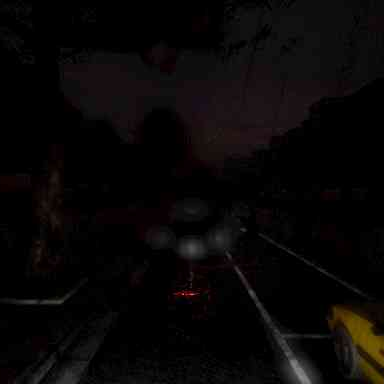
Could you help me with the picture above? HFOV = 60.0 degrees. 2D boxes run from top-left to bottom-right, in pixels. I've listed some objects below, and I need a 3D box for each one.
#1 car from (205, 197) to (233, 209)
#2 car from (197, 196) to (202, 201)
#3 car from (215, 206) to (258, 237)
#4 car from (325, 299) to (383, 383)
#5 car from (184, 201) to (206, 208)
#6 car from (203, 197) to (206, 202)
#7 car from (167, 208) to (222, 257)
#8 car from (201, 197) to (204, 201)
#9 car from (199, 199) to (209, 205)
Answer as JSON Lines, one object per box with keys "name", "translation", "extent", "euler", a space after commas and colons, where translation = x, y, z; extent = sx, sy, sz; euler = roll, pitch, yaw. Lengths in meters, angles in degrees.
{"name": "car", "translation": [2.661, 1.607, 30.224], "extent": [2.192, 1.841, 5.009], "euler": [1, -1, 0]}
{"name": "car", "translation": [2.671, 1.903, 63.469], "extent": [2.192, 1.841, 5.009], "euler": [1, -1, 0]}
{"name": "car", "translation": [2.654, 1.742, 19.141], "extent": [2.008, 1.369, 4.403], "euler": [1, -1, 0]}
{"name": "car", "translation": [2.649, 1.555, 2.687], "extent": [1.752, 1.417, 4.829], "euler": [1, -1, 0]}
{"name": "car", "translation": [0.031, 1.806, 28.896], "extent": [1.812, 1.442, 4.674], "euler": [0, 0, 0]}
{"name": "car", "translation": [3.003, 1.779, 45.338], "extent": [2.097, 1.767, 4.553], "euler": [0, -1, 0]}
{"name": "car", "translation": [0.022, 1.645, 13.495], "extent": [1.837, 1.490, 4.892], "euler": [0, 0, 0]}
{"name": "car", "translation": [3.005, 1.842, 52.338], "extent": [2.097, 1.767, 4.553], "euler": [0, -1, 0]}
{"name": "car", "translation": [2.672, 2.230, 74.548], "extent": [1.887, 1.381, 4.507], "euler": [1, -1, 0]}
